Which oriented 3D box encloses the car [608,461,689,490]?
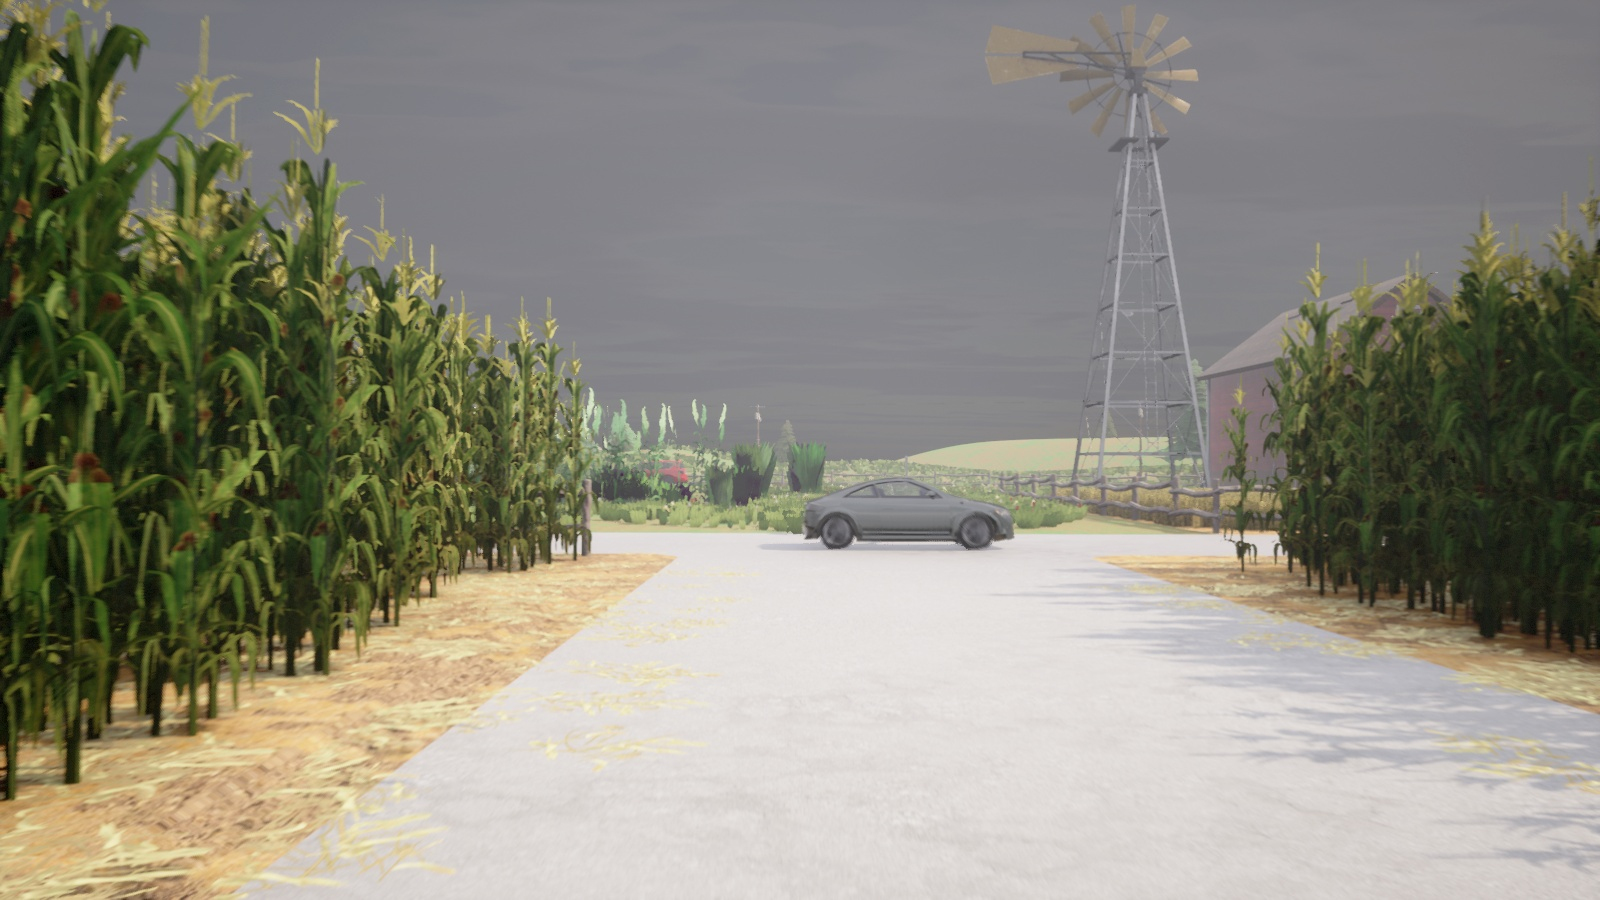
[{"bbox_3d":[-10.967,1.863,91.123,5.566,2.045,2.150,0,-1,5],"label":"car"}]

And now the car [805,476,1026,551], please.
[{"bbox_3d":[2.196,1.223,24.881,4.181,1.385,1.994,0,-1,0],"label":"car"}]
